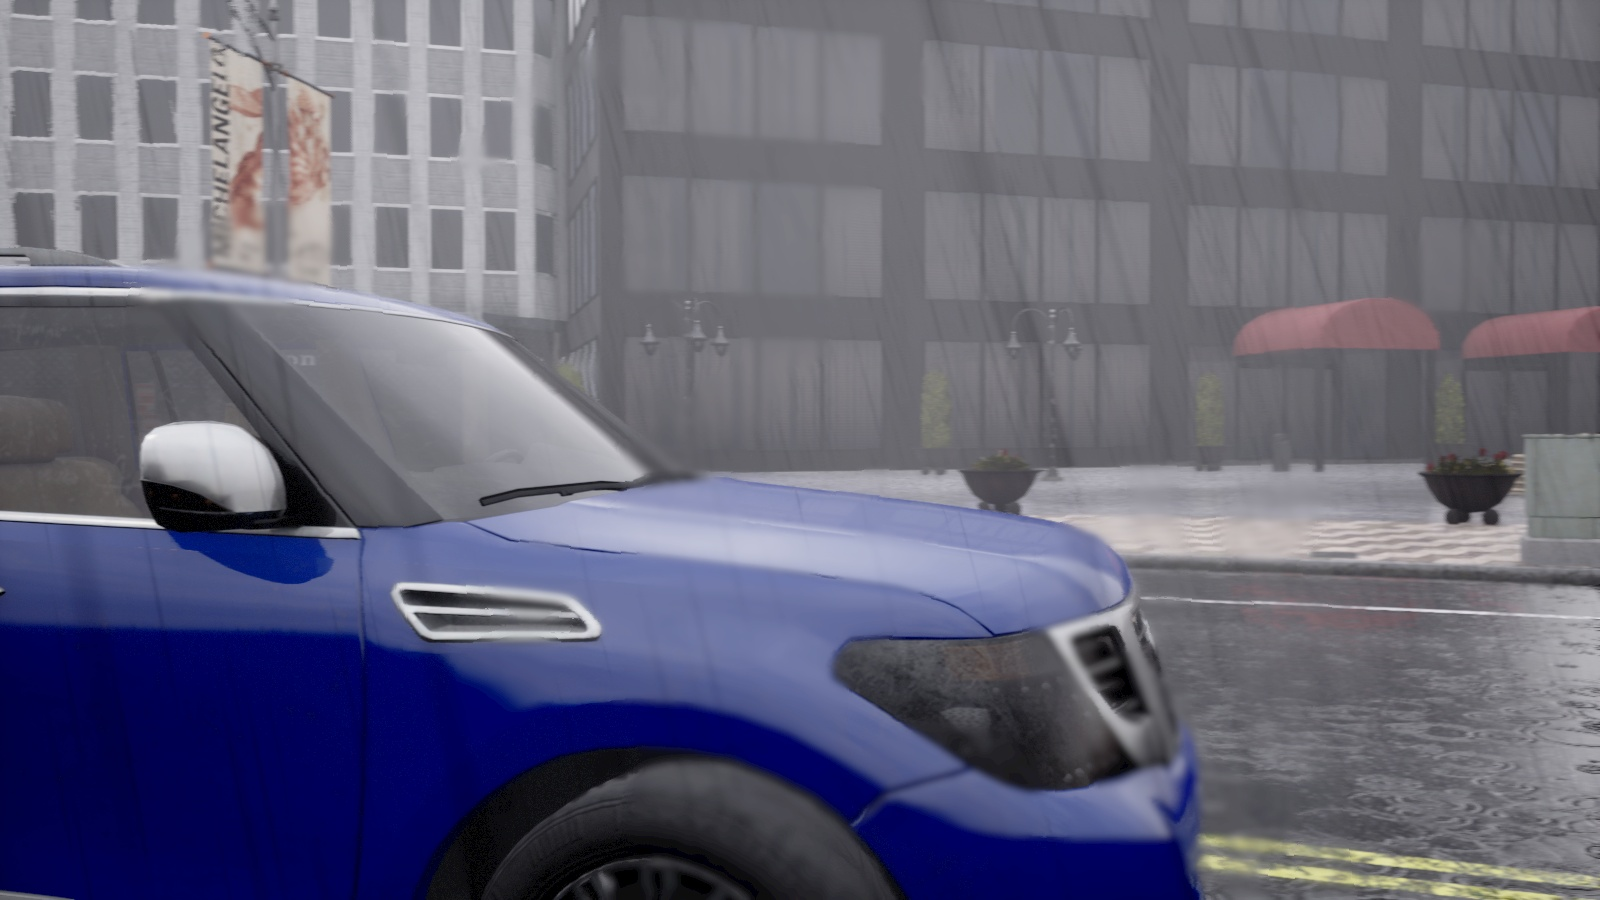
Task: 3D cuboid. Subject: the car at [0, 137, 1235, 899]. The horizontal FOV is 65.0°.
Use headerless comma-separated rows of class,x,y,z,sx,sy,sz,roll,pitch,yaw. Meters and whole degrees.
car,-1.743,0.474,3.774,5.566,2.045,2.150,0,1,14
